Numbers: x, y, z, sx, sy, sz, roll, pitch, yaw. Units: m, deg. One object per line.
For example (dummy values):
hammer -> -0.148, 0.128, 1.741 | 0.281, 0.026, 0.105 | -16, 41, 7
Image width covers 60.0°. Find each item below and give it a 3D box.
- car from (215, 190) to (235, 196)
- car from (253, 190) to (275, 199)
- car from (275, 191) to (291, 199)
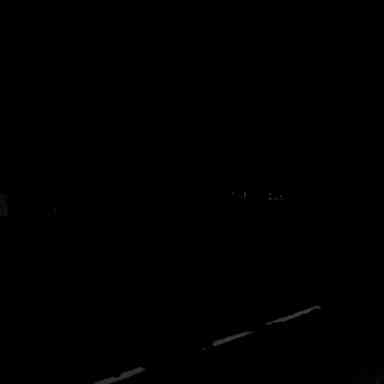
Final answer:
car -> 7.464, 0.230, 75.938 | 2.033, 1.411, 5.357 | -2, 2, -36
car -> 12.930, 0.355, 63.651 | 2.097, 1.767, 4.553 | -2, 2, -35
car -> 16.467, 0.459, 63.554 | 2.128, 1.511, 4.902 | -2, 2, -36
